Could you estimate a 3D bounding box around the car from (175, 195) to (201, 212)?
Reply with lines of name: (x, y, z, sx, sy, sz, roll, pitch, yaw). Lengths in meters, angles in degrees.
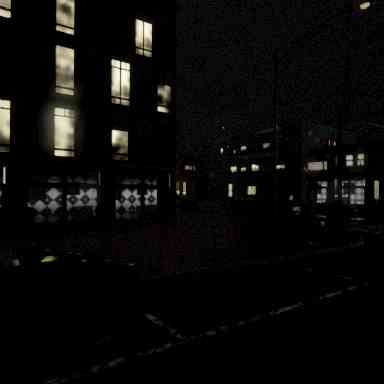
car: (-0.847, 1.249, 33.690, 1.802, 1.307, 4.206, 1, 0, -36)

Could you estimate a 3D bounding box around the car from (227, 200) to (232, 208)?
car: (5.901, 1.157, 38.662, 1.967, 1.590, 4.097, 1, 0, -36)

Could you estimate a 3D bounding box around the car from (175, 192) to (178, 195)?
car: (-0.681, 1.127, 47.591, 2.008, 1.369, 4.403, 1, 0, -36)

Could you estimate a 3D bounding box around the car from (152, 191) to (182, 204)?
car: (-3.965, 0.820, 52.055, 2.192, 1.841, 5.009, 1, 0, -36)

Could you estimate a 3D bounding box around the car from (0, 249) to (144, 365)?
car: (-2.753, 1.566, 4.590, 4.313, 1.339, 1.947, 0, 0, -36)

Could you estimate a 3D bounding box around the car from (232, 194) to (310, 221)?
car: (5.740, 1.119, 24.760, 2.192, 1.841, 5.009, 1, 0, -36)

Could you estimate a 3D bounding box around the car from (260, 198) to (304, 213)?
car: (9.189, 1.367, 34.196, 1.802, 1.307, 4.206, 1, 0, -36)

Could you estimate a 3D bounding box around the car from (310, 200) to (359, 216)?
car: (12.480, 1.398, 29.732, 1.887, 1.381, 4.507, 1, 0, -36)
